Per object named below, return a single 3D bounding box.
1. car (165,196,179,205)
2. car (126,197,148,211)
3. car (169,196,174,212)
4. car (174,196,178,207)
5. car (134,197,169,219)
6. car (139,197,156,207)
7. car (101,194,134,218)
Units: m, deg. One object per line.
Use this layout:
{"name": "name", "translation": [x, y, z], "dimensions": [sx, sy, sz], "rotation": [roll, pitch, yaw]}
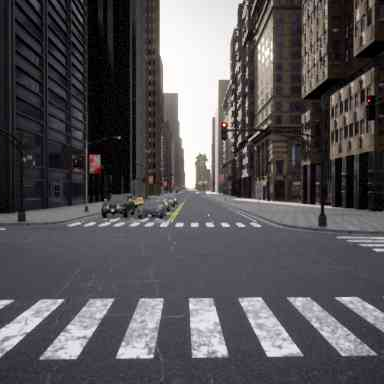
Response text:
{"name": "car", "translation": [-3.431, 1.453, 58.430], "dimensions": [2.033, 1.411, 5.357], "rotation": [0, 0, 0]}
{"name": "car", "translation": [-6.670, 1.419, 40.615], "dimensions": [1.882, 1.535, 5.008], "rotation": [0, 0, 0]}
{"name": "car", "translation": [-3.423, 1.473, 37.988], "dimensions": [1.812, 1.442, 4.674], "rotation": [0, 0, 0]}
{"name": "car", "translation": [-3.451, 1.491, 48.014], "dimensions": [1.994, 1.385, 4.181], "rotation": [0, 0, -1]}
{"name": "car", "translation": [-3.403, 1.317, 29.007], "dimensions": [2.097, 1.767, 4.553], "rotation": [0, 0, 0]}
{"name": "car", "translation": [-6.695, 1.486, 50.505], "dimensions": [1.994, 1.385, 4.181], "rotation": [0, 0, 0]}
{"name": "car", "translation": [-6.658, 1.183, 30.609], "dimensions": [2.150, 2.045, 5.566], "rotation": [0, 0, 0]}
